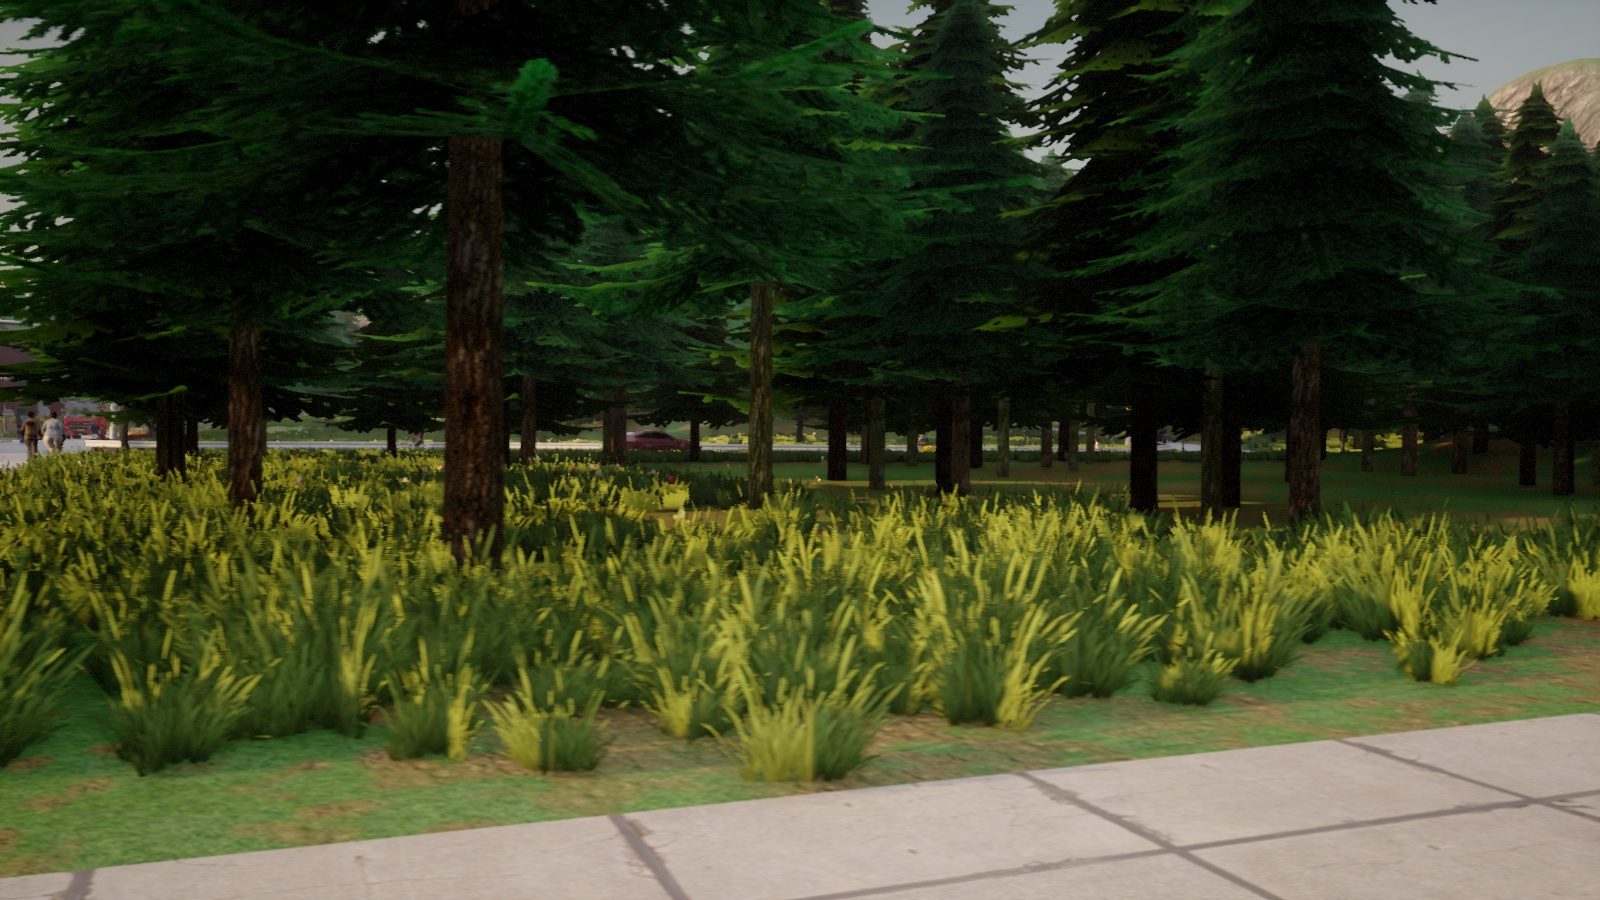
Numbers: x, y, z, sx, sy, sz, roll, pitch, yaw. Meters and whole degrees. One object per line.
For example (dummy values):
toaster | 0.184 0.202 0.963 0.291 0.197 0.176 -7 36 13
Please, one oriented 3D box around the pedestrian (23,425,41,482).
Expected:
pedestrian | -26.418 0.103 43.202 0.396 1.930 0.692 -1 1 -24

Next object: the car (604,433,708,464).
car | -7.037 -0.094 61.415 4.674 1.442 1.812 -1 1 -25

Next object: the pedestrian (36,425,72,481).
pedestrian | -25.582 0.095 43.079 0.874 1.855 0.900 -1 1 -22
